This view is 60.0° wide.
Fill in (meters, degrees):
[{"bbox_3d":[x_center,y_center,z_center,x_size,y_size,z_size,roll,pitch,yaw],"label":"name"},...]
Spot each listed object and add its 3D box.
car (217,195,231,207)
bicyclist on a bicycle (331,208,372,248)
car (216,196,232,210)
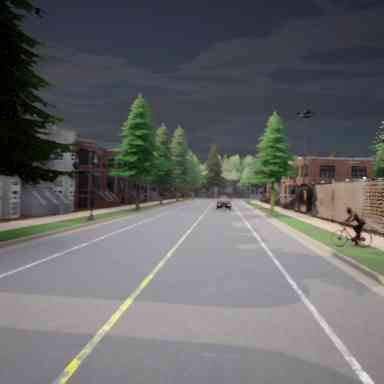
[{"bbox_3d":[5.071,1.344,52.537,2.097,1.767,4.553,2,0,6],"label":"car"},{"bbox_3d":[6.594,1.474,13.712,1.656,1.620,0.582,2,0,6],"label":"bicyclist on a bicycle"},{"bbox_3d":[4.100,1.594,42.657,1.895,1.301,4.718,2,0,6],"label":"car"}]
